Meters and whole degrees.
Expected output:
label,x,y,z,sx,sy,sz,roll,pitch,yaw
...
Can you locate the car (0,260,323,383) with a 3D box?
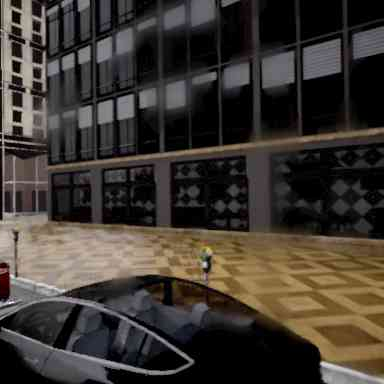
label,x,y,z,sx,sy,sz,roll,pitch,yaw
car,-0.867,1.578,3.508,4.313,1.339,1.947,0,-1,36
